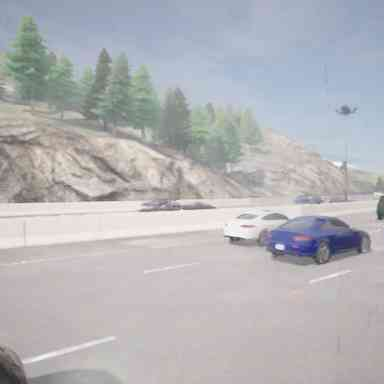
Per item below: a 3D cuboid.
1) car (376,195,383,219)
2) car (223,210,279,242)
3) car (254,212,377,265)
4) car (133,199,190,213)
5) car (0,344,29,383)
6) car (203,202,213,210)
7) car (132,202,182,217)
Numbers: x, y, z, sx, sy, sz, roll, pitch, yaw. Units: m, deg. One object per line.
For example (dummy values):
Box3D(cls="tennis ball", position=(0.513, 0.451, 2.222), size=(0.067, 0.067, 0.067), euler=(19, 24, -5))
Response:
Box3D(cls="car", position=(17.475, 1.258, 28.210), size=(2.150, 2.045, 5.566), euler=(0, 0, 45))
Box3D(cls="car", position=(3.482, 1.553, 15.464), size=(4.674, 1.442, 1.812), euler=(0, 0, -39))
Box3D(cls="car", position=(4.532, 1.545, 11.815), size=(4.674, 1.442, 1.812), euler=(0, 0, -39))
Box3D(cls="car", position=(-2.145, 1.542, 24.695), size=(4.902, 1.511, 2.128), euler=(0, 0, -40))
Box3D(cls="car", position=(-3.354, 1.511, 1.457), size=(4.892, 1.490, 1.837), euler=(0, 0, -35))
Box3D(cls="car", position=(0.383, 1.625, 31.531), size=(4.181, 1.385, 1.994), euler=(0, 0, -42))
Box3D(cls="car", position=(-3.400, 1.668, 32.805), size=(4.718, 1.301, 1.895), euler=(0, 0, -42))
